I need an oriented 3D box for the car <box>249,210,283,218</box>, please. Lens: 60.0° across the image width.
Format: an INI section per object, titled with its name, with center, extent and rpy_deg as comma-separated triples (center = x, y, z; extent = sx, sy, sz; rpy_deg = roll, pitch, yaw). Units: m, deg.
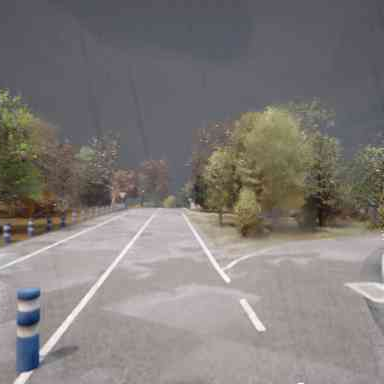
[car]
center = 6.961, 1.880, 33.306
extent = 4.181, 1.385, 1.994
rpy_deg = 0, -5, 40
